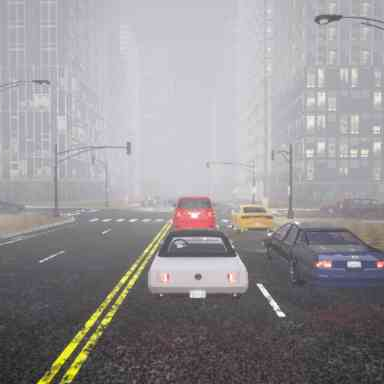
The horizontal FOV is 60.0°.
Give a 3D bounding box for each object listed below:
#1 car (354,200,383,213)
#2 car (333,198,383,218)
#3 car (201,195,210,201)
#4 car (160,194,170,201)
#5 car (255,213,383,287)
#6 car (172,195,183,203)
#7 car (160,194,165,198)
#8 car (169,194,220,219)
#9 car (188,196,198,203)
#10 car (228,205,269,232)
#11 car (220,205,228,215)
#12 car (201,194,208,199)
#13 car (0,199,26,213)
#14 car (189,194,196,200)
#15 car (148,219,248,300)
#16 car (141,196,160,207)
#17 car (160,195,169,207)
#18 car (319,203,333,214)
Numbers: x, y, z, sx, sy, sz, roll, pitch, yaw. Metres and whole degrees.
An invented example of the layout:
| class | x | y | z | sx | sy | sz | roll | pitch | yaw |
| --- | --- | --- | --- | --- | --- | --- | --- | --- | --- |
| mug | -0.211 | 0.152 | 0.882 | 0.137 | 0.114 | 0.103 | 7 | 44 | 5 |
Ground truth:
| class | x | y | z | sx | sy | sz | roll | pitch | yaw |
| --- | --- | --- | --- | --- | --- | --- | --- | --- | --- |
| car | 21.850 | 1.642 | 39.074 | 4.829 | 1.417 | 1.752 | 1 | 0 | 1 |
| car | 16.233 | 1.519 | 30.793 | 5.009 | 1.841 | 2.192 | 1 | 0 | 1 |
| car | 3.335 | 1.457 | 81.595 | 2.033 | 1.411 | 5.357 | 0 | 0 | 0 |
| car | -6.418 | 1.282 | 80.650 | 2.097 | 1.767 | 4.553 | 0 | 0 | 0 |
| car | 3.365 | 1.543 | 9.388 | 2.033 | 1.411 | 5.357 | 0 | 0 | 0 |
| car | -3.177 | 1.465 | 71.558 | 2.128 | 1.511 | 4.902 | 0 | 0 | 0 |
| car | -6.492 | 1.432 | 60.449 | 1.882 | 1.535 | 5.008 | 0 | 0 | -1 |
| car | 0.119 | 1.212 | 18.120 | 2.150 | 2.045 | 5.566 | 0 | 0 | 0 |
| car | 0.170 | 1.471 | 66.905 | 1.812 | 1.442 | 4.674 | 0 | 0 | 0 |
| car | 3.374 | 1.468 | 19.206 | 1.882 | 1.535 | 5.008 | 0 | 0 | 1 |
| car | 1.552 | 1.579 | 33.629 | 5.357 | 1.411 | 2.033 | 1 | 1 | 1 |
| car | 3.345 | 1.266 | 92.013 | 1.812 | 1.442 | 4.674 | 0 | 0 | 0 |
| car | -19.358 | 1.407 | 34.003 | 4.181 | 1.385 | 1.994 | 1 | 1 | 1 |
| car | 0.095 | 1.433 | 92.016 | 1.812 | 1.442 | 4.674 | 0 | 0 | 0 |
| car | 0.110 | 1.597 | 8.361 | 1.895 | 1.301 | 4.718 | 0 | 0 | 0 |
| car | -6.542 | 1.457 | 50.776 | 2.128 | 1.511 | 4.902 | 0 | 0 | 0 |
| car | -3.287 | 1.528 | 51.209 | 1.994 | 1.385 | 4.181 | 0 | 0 | 0 |
| car | 16.558 | 1.590 | 36.572 | 5.008 | 1.535 | 1.882 | 1 | 1 | 1 |
